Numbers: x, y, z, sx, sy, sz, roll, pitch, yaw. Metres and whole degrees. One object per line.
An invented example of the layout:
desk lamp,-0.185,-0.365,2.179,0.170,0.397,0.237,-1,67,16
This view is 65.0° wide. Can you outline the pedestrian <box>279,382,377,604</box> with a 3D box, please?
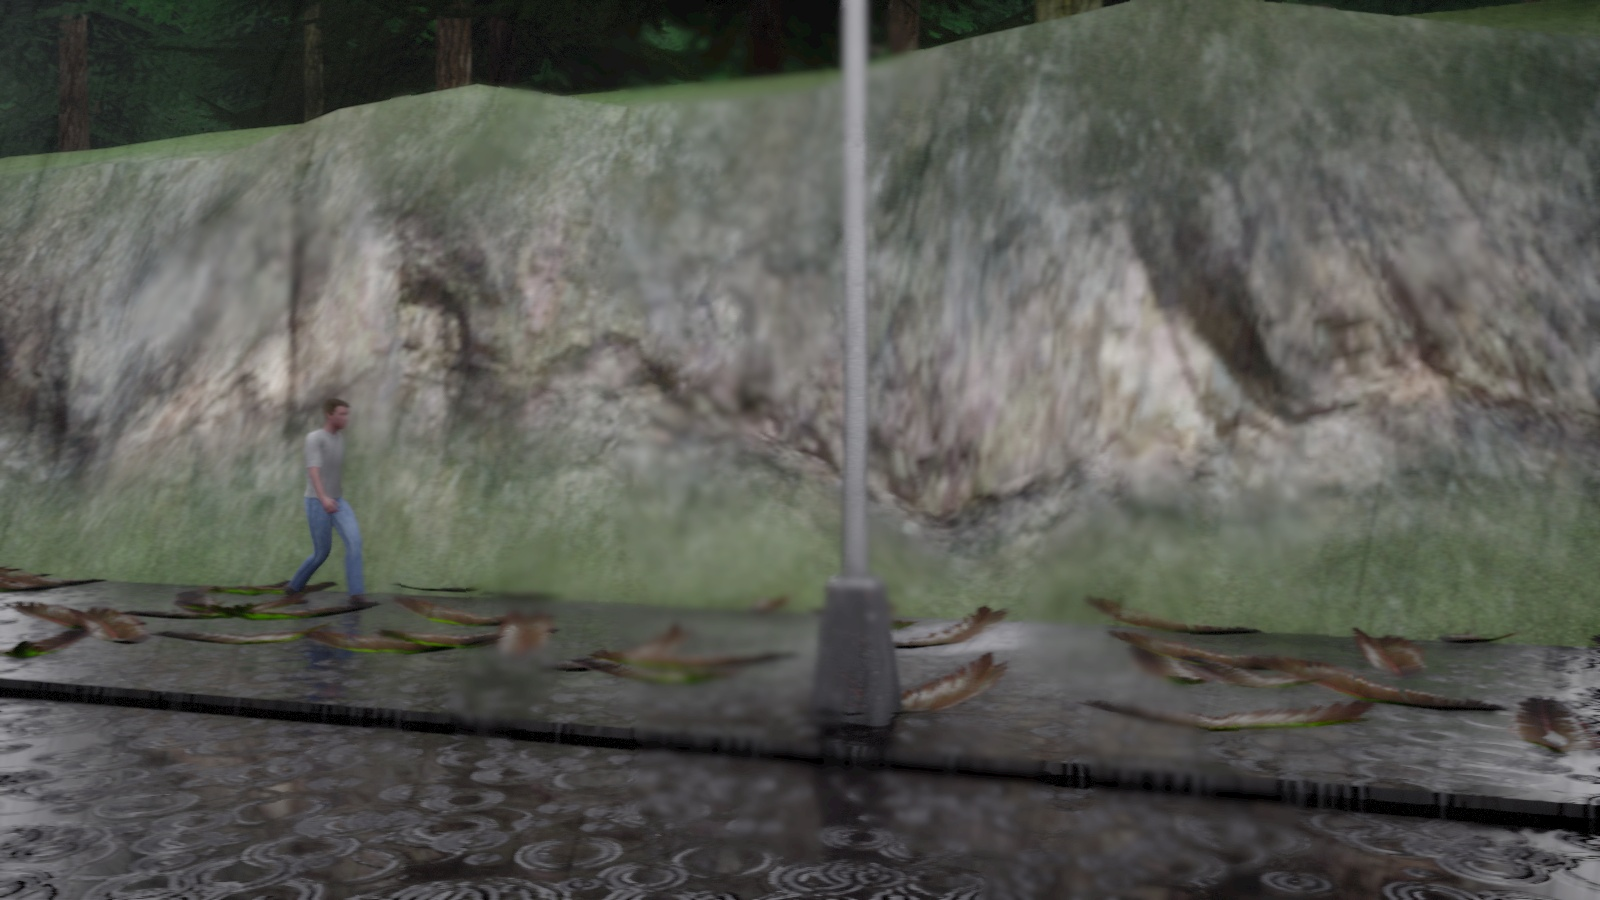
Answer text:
pedestrian,-4.005,0.351,10.665,0.706,1.836,0.354,1,1,18
